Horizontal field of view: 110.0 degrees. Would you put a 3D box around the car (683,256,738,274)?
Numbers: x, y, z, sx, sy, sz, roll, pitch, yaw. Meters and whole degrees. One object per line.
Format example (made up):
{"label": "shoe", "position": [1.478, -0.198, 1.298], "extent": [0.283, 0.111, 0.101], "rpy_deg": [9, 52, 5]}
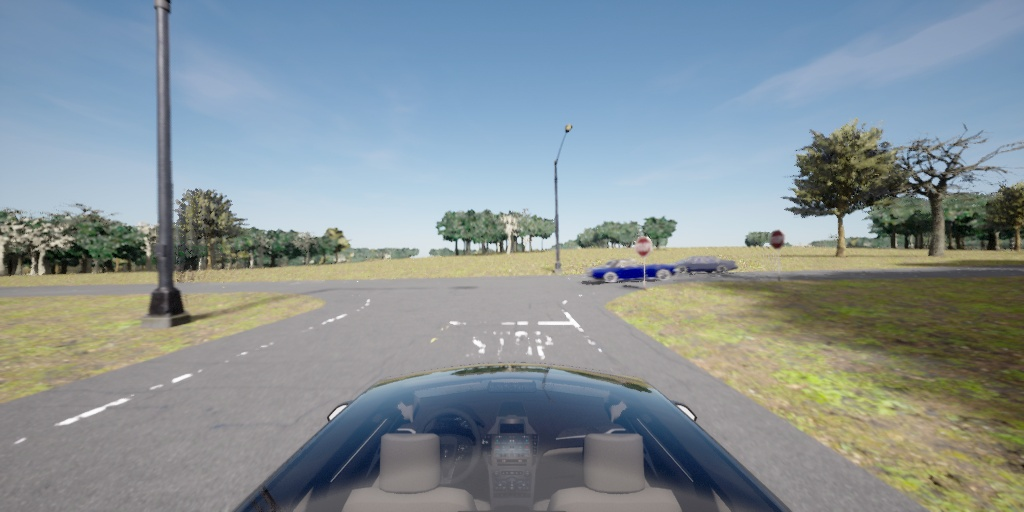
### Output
{"label": "car", "position": [14.098, 0.690, 27.221], "extent": [5.357, 1.411, 2.033], "rpy_deg": [-1, -1, -1]}

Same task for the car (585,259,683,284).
{"label": "car", "position": [6.580, 0.809, 20.044], "extent": [4.718, 1.301, 1.895], "rpy_deg": [-3, 0, -1]}
